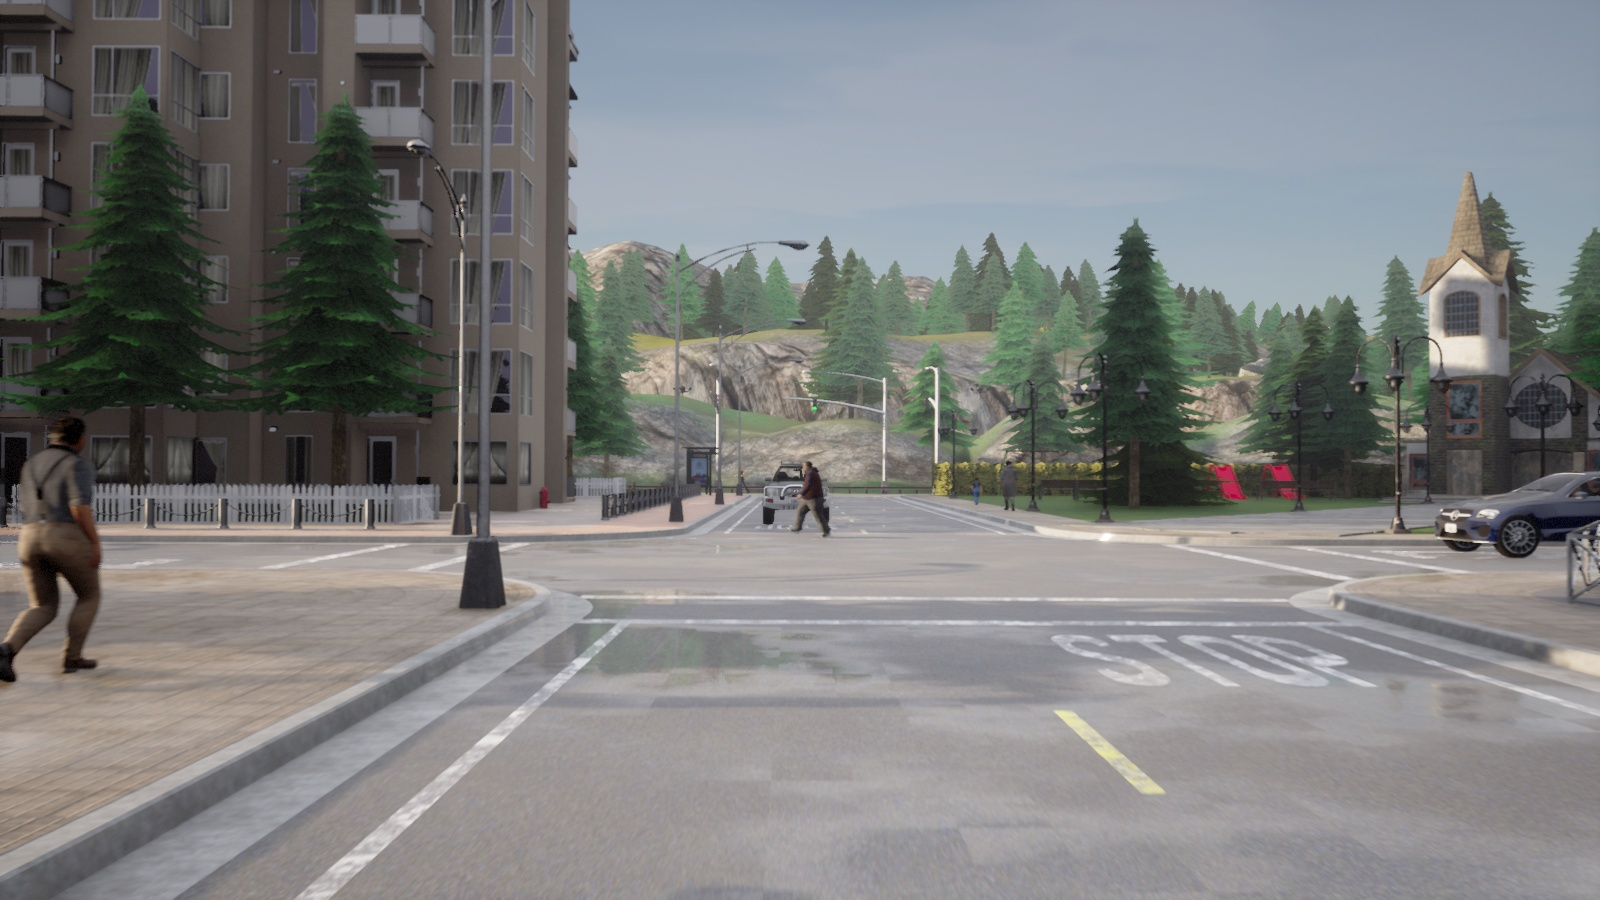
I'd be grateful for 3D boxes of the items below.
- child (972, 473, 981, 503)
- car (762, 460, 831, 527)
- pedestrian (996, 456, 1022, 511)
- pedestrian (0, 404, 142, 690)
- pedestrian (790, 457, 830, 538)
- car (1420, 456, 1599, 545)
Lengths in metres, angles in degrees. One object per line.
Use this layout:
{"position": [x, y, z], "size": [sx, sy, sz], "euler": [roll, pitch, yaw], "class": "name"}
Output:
{"position": [7.508, 1.619, 53.375], "size": [0.270, 1.263, 0.437], "euler": [0, -1, -2], "class": "child"}
{"position": [-0.096, 1.257, 37.379], "size": [1.932, 1.855, 4.605], "euler": [0, -1, 0], "class": "car"}
{"position": [7.589, 1.210, 45.687], "size": [0.659, 1.952, 0.873], "euler": [0, -1, -9], "class": "pedestrian"}
{"position": [-4.946, 0.633, 8.517], "size": [0.540, 1.848, 0.694], "euler": [0, -1, 8], "class": "pedestrian"}
{"position": [0.230, 1.092, 29.180], "size": [0.899, 1.844, 0.634], "euler": [0, -1, 0], "class": "pedestrian"}
{"position": [15.230, 0.960, 24.653], "size": [5.027, 1.651, 2.152], "euler": [0, -1, -1], "class": "car"}
